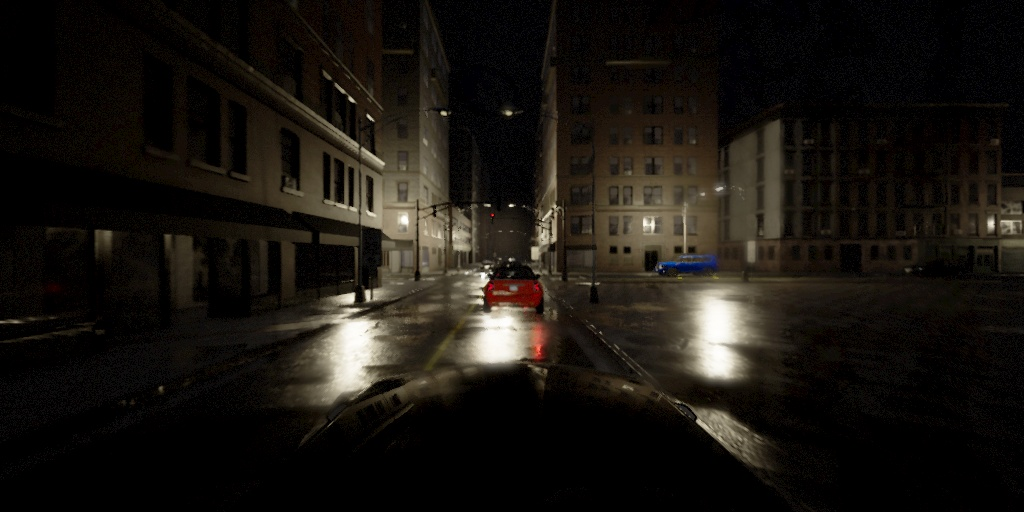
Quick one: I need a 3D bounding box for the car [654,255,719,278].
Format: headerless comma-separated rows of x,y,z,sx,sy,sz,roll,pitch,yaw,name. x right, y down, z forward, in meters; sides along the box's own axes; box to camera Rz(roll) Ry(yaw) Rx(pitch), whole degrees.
16.322,0.969,33.574,5.566,2.045,2.150,0,0,0,car

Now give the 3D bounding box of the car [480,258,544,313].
0.070,1.099,14.102,2.097,1.767,4.553,0,0,0,car

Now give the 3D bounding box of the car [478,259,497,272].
-3.095,1.229,46.836,2.128,1.511,4.902,0,0,0,car

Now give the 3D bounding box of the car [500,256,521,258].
-0.128,1.097,23.833,2.097,1.767,4.553,0,0,-3,car

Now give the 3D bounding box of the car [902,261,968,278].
39.673,1.245,33.701,4.902,1.511,2.128,0,0,0,car
